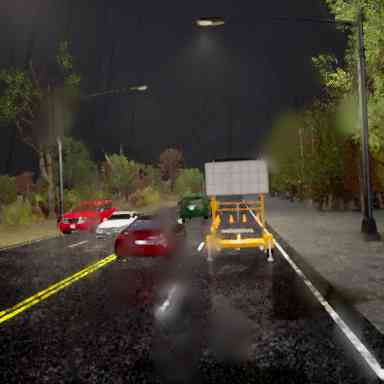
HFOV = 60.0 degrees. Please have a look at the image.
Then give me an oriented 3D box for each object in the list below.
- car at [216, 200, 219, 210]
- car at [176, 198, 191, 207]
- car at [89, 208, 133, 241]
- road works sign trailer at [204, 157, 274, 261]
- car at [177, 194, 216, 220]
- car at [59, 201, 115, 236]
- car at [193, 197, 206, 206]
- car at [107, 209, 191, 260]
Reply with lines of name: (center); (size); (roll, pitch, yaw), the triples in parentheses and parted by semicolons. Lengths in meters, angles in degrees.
car: (2.365, 1.603, 41.970); (1.882, 1.535, 5.008); (-3, 0, 7)
car: (-1.548, 1.888, 62.854); (2.033, 1.411, 5.357); (-3, 0, 8)
car: (-4.010, 1.871, 19.475); (1.812, 1.442, 4.674); (-3, 0, 7)
road works sign trailer: (1.733, 0.532, 12.603); (2.380, 3.560, 2.880); (-3, 0, 7)
car: (0.397, 1.243, 27.173); (2.150, 2.045, 5.566); (-5, 1, 9)
car: (-6.884, 1.703, 22.837); (2.150, 2.045, 5.566); (-3, 0, 7)
car: (1.509, 1.728, 61.325); (1.812, 1.442, 4.674); (-3, 0, 8)
car: (-1.373, 1.558, 12.471); (1.994, 1.385, 4.181); (-1, 0, 7)
